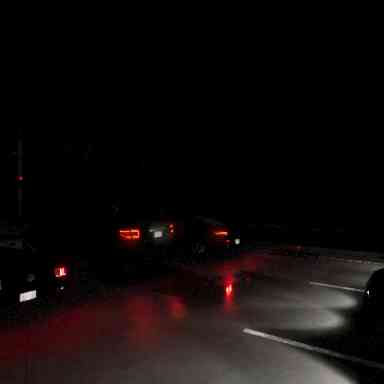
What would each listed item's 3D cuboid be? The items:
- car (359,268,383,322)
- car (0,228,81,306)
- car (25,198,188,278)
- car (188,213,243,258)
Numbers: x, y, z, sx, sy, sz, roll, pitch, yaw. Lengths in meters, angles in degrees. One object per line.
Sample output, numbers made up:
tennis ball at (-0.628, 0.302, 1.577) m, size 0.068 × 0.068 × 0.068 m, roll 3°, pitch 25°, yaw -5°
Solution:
car at (5.323, 1.547, 4.495) m, size 5.357 × 1.411 × 2.033 m, roll 0°, pitch 0°, yaw 35°
car at (-4.773, 1.601, 7.353) m, size 4.718 × 1.301 × 1.895 m, roll 0°, pitch 0°, yaw 36°
car at (-3.075, 1.221, 10.444) m, size 5.566 × 2.045 × 2.150 m, roll 0°, pitch 0°, yaw 36°
car at (-0.310, 1.526, 12.761) m, size 4.674 × 1.442 × 1.812 m, roll 0°, pitch 0°, yaw 36°
